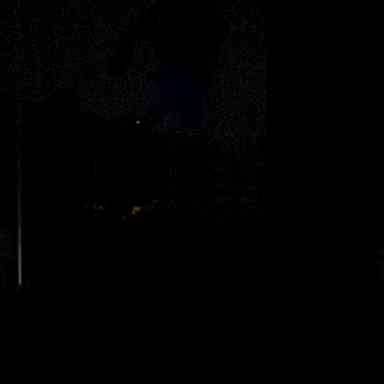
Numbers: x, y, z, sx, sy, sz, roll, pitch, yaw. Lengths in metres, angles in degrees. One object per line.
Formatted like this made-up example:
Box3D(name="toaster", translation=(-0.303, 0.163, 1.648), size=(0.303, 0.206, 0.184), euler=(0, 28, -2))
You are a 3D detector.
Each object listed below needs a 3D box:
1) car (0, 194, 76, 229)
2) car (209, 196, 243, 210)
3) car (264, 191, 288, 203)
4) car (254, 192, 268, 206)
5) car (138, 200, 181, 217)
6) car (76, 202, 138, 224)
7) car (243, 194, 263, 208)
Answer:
Box3D(name="car", translation=(-10.670, 1.133, 21.207), size=(2.150, 2.045, 5.566), euler=(-1, 0, 35))
Box3D(name="car", translation=(3.587, 1.154, 36.909), size=(1.967, 1.590, 4.097), euler=(-1, 0, 35))
Box3D(name="car", translation=(14.426, 0.829, 56.787), size=(2.150, 2.045, 5.566), euler=(-1, 0, 35))
Box3D(name="car", translation=(10.106, 0.953, 46.197), size=(2.192, 1.841, 5.009), euler=(-1, 0, 35))
Box3D(name="car", translation=(-2.835, 1.321, 27.760), size=(1.752, 1.417, 4.829), euler=(0, 0, 35))
Box3D(name="car", translation=(-6.193, 1.393, 22.976), size=(2.008, 1.369, 4.403), euler=(0, 0, 35))
Box3D(name="car", translation=(6.848, 1.257, 41.553), size=(1.802, 1.307, 4.206), euler=(-1, 0, 35))
